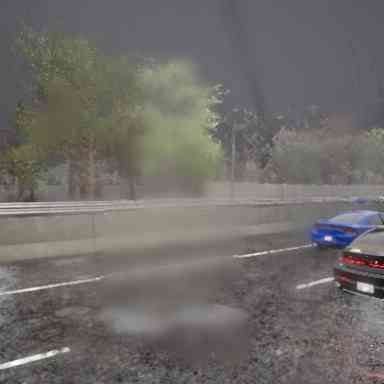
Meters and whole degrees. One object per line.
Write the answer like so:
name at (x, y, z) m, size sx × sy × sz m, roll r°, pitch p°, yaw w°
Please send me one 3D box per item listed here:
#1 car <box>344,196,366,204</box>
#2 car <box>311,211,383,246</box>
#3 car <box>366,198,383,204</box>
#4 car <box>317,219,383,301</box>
car at (25.915, 1.438, 52.479) m, size 5.008 × 1.535 × 1.882 m, roll 0°, pitch 0°, yaw -35°
car at (6.698, 1.461, 12.846) m, size 5.008 × 1.535 × 1.882 m, roll 0°, pitch 0°, yaw -35°
car at (28.875, 1.561, 50.287) m, size 4.718 × 1.301 × 1.895 m, roll 0°, pitch 0°, yaw -35°
car at (5.157, 1.494, 7.484) m, size 4.892 × 1.490 × 1.837 m, roll 0°, pitch 0°, yaw -35°
